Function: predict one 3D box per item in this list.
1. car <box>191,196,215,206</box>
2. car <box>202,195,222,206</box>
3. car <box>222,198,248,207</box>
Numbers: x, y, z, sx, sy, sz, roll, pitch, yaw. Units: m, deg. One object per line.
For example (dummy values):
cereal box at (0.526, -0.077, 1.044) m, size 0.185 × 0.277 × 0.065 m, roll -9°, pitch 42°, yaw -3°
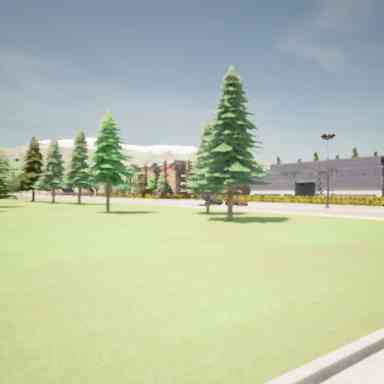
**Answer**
car at (1.597, 1.937, 61.718) m, size 1.812 × 1.442 × 4.674 m, roll 1°, pitch -1°, yaw -35°
car at (3.641, 1.676, 64.892) m, size 2.150 × 2.045 × 5.566 m, roll 1°, pitch -1°, yaw -36°
car at (8.652, 1.966, 63.876) m, size 1.882 × 1.535 × 5.008 m, roll 1°, pitch -1°, yaw -35°
